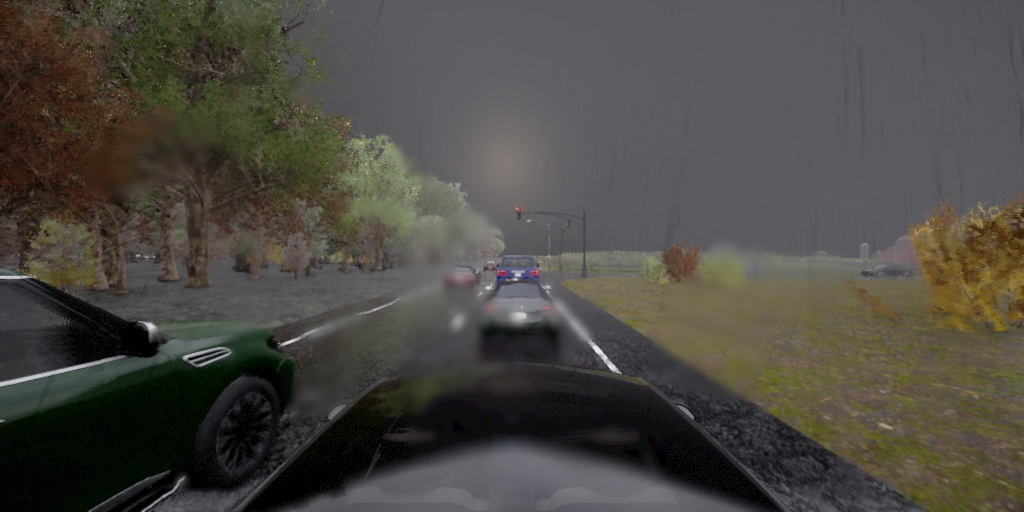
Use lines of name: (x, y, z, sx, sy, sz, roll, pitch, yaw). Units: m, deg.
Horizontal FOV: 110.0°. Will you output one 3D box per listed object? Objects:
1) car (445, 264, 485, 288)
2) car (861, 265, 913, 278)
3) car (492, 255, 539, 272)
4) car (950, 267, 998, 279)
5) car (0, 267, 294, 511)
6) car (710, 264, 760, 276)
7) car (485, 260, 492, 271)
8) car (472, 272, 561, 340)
car: (-3.126, 1.326, 23.728, 1.994, 1.385, 4.181, 0, 0, 1)
car: (43.758, 1.801, 41.895, 4.892, 1.490, 1.837, 1, -1, 1)
car: (0.322, 0.981, 19.455, 2.150, 2.045, 5.566, 0, 0, 1)
car: (49.559, 1.861, 38.198, 4.181, 1.385, 1.994, 1, -1, 2)
car: (-3.410, 0.970, 1.428, 2.150, 2.045, 5.566, 0, 0, 1)
car: (26.096, 1.647, 42.227, 5.357, 1.411, 2.033, 1, -1, 1)
car: (-2.805, 1.295, 48.917, 1.812, 1.442, 4.674, 0, 0, 1)
car: (0.198, 1.318, 9.979, 1.994, 1.385, 4.181, 0, 0, 1)
